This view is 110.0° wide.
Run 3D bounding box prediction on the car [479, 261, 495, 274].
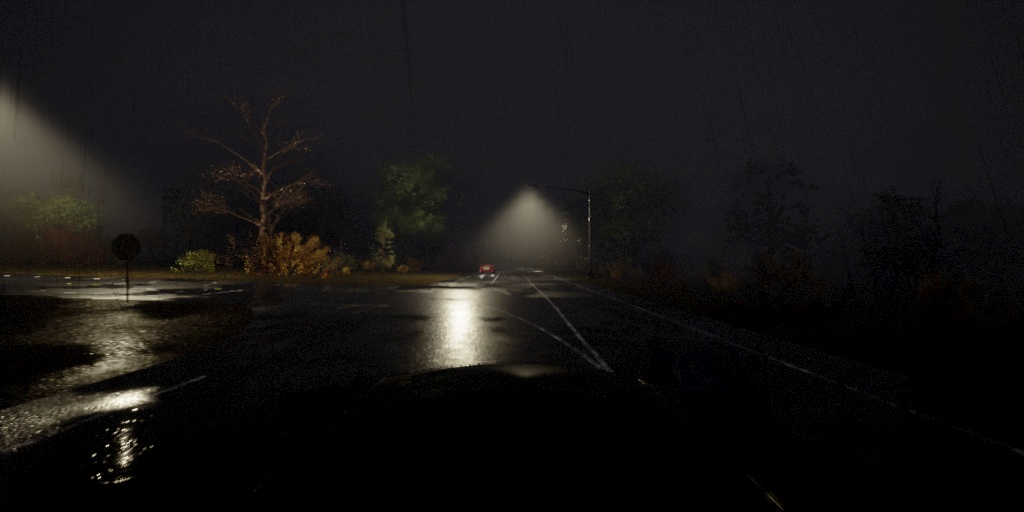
[{"bbox_3d":[-3.699,1.707,54.385,2.150,2.045,5.566,0,-1,-1],"label":"car"}]
